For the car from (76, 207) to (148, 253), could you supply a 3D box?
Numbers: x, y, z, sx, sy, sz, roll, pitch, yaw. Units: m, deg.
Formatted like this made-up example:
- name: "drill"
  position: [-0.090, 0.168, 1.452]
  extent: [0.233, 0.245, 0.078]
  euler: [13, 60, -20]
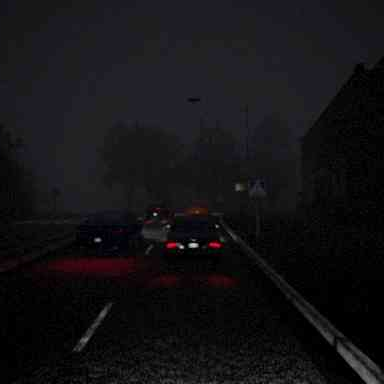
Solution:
- name: "car"
  position: [-3.227, 1.496, 13.870]
  extent: [1.882, 1.535, 5.008]
  euler: [0, 0, 0]

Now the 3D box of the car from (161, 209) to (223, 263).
- name: "car"
  position: [0.032, 1.564, 11.954]
  extent: [2.033, 1.411, 5.357]
  euler: [0, 0, 0]

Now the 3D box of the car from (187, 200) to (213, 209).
- name: "car"
  position: [0.724, 1.423, 28.893]
  extent: [1.882, 1.535, 5.008]
  euler: [-1, 0, 8]

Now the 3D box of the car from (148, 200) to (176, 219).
- name: "car"
  position: [-2.615, 1.493, 28.503]
  extent: [1.837, 1.490, 4.892]
  euler: [-1, 0, 6]
